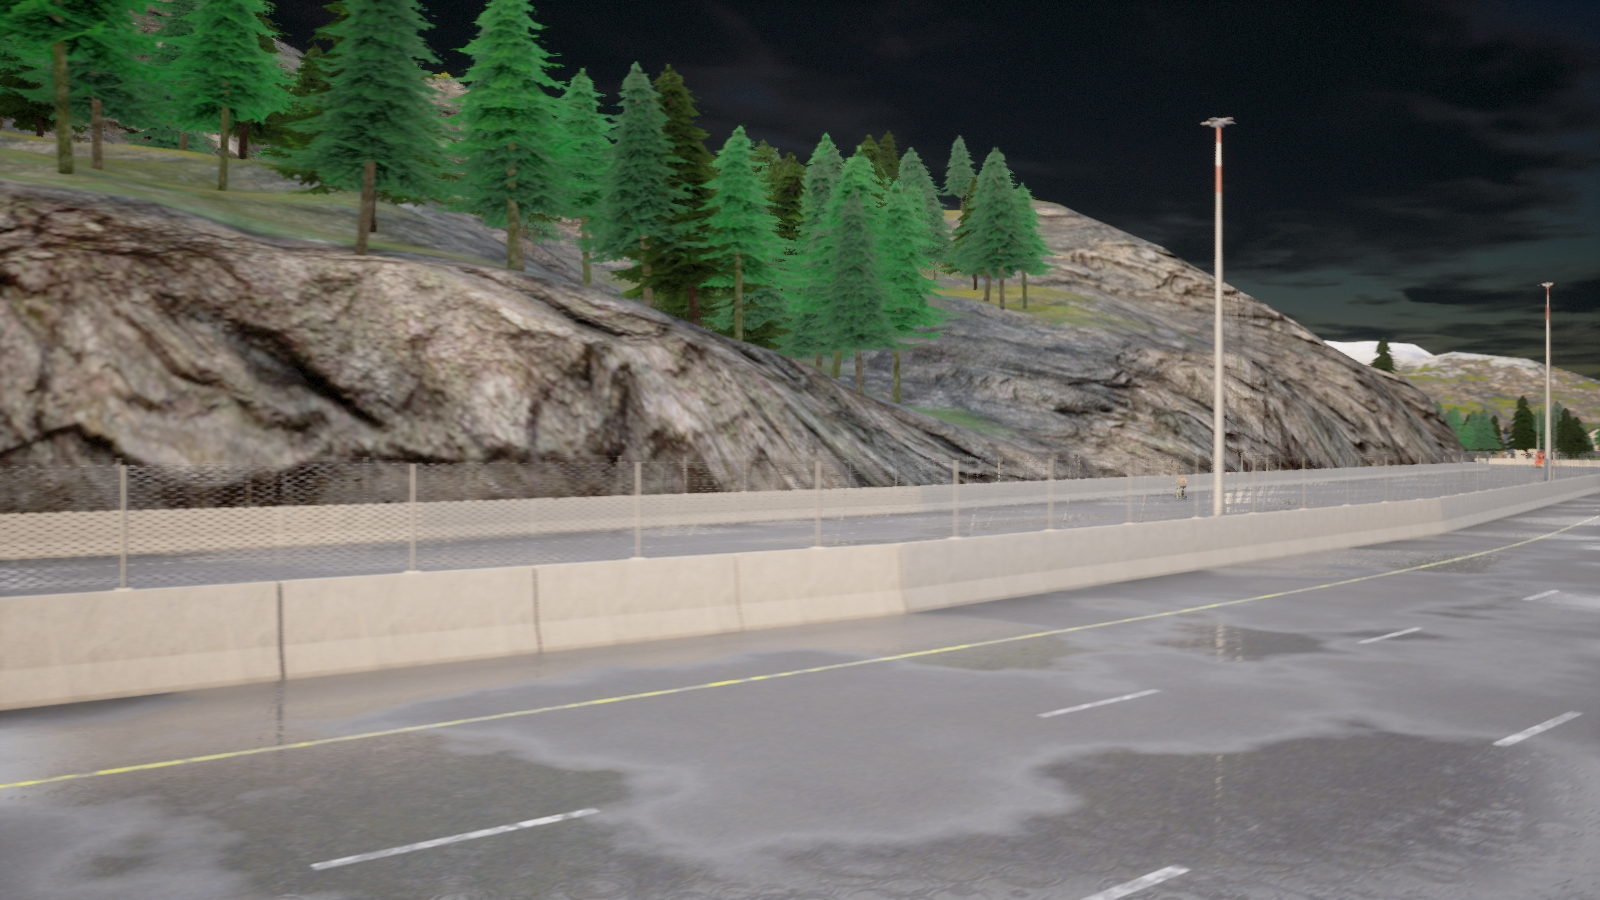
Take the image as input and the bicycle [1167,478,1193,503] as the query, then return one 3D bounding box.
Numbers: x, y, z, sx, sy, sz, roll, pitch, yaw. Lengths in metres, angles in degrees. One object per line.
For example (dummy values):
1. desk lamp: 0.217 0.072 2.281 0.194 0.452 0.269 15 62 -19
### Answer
1. bicycle: 20.993 2.214 63.043 0.859 1.295 1.487 0 0 41
